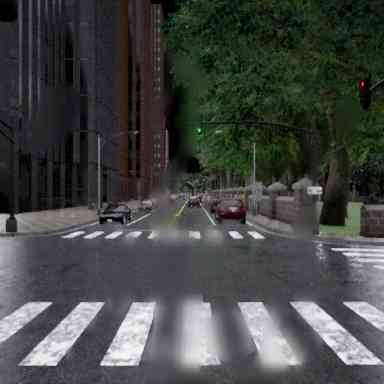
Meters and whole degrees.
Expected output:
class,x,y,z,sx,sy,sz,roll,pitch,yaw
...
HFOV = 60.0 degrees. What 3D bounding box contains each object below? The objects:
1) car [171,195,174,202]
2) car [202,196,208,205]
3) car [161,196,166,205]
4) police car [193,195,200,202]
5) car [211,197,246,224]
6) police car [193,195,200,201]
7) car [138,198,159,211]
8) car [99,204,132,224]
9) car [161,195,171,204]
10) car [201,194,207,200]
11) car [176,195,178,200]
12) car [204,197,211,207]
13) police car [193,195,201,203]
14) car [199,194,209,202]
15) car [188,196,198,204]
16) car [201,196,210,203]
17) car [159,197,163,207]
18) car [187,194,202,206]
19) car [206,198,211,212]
class,x,y,z,sx,sy,sz,roll,pitch,yaw
car,-5.552,1.444,68.847,2.192,1.841,5.009,0,0,0
car,2.906,1.633,46.999,2.008,1.369,4.403,0,0,0
car,-5.602,1.675,52.475,1.802,1.307,4.206,0,0,0
police car,1.145,1.598,85.945,1.930,1.638,5.238,0,0,0
car,2.839,1.351,25.174,2.192,1.841,5.009,0,0,0
police car,1.182,1.613,91.945,1.930,1.638,5.238,0,0,0
car,-5.636,1.621,41.561,2.008,1.369,4.403,0,0,0
car,-5.686,1.602,25.190,1.947,1.339,4.313,0,0,0
car,-5.569,1.699,63.389,1.802,1.307,4.206,0,0,0
car,2.923,1.534,52.456,1.967,1.590,4.097,0,0,0
car,-5.485,1.625,90.674,1.967,1.590,4.097,0,0,0
car,2.889,1.621,41.542,2.008,1.369,4.403,0,0,0
police car,1.133,1.572,75.945,1.930,1.638,5.238,0,0,0
car,3.023,1.485,85.195,2.192,1.841,5.009,0,0,0
car,0.290,1.599,65.382,1.882,1.535,5.008,0,0,0
car,2.990,1.668,74.451,1.752,1.417,4.829,0,0,0
car,-5.619,1.664,47.018,1.802,1.307,4.206,0,0,0
car,0.268,1.604,55.135,1.837,1.490,4.892,0,0,0
car,2.872,1.624,36.086,1.947,1.339,4.313,0,0,0
